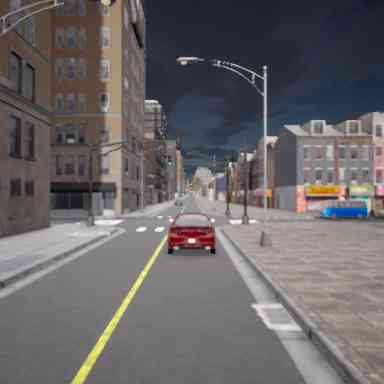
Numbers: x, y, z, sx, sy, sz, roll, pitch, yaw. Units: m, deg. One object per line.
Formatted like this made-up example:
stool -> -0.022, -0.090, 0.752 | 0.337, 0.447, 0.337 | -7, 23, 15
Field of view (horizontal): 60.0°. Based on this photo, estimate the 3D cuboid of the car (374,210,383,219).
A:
car -> 19.169, 1.806, 30.186 | 4.829, 1.417, 1.752 | 0, 0, 0

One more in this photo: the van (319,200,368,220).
van -> 13.727, 1.626, 30.194 | 3.998, 1.788, 1.690 | 0, 0, 0

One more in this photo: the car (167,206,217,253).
car -> 0.001, 1.617, 14.486 | 1.882, 1.535, 5.008 | 0, 0, 0

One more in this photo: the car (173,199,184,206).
car -> -2.781, 2.251, 69.551 | 1.837, 1.490, 4.892 | 0, -1, 0
